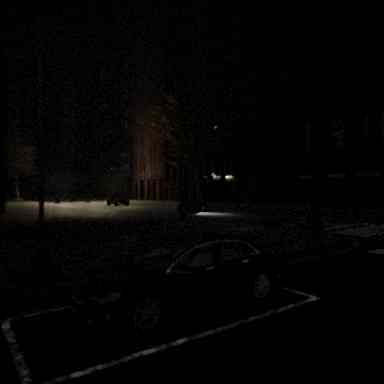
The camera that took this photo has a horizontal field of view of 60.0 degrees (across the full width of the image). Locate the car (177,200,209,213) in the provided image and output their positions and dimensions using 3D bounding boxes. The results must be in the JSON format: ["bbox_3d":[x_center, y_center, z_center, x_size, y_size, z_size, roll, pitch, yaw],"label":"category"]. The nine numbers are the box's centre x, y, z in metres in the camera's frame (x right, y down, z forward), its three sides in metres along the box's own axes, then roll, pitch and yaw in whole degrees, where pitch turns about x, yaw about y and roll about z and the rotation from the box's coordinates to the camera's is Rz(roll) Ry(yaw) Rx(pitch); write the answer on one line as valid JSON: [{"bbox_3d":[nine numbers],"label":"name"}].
[{"bbox_3d":[0.072,1.566,37.488,1.994,1.385,4.181,-1,0,-36],"label":"car"}]

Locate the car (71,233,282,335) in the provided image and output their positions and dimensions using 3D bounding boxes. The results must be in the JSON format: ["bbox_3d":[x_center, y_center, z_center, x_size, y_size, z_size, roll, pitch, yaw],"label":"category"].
[{"bbox_3d":[-0.084,1.537,6.592,4.403,1.369,2.008,0,0,-35],"label":"car"}]

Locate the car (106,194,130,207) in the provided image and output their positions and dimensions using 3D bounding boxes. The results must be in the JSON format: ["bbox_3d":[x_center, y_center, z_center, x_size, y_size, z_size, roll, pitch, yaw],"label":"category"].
[{"bbox_3d":[-12.276,1.280,54.881,2.150,2.045,5.566,-1,0,-36],"label":"car"}]
